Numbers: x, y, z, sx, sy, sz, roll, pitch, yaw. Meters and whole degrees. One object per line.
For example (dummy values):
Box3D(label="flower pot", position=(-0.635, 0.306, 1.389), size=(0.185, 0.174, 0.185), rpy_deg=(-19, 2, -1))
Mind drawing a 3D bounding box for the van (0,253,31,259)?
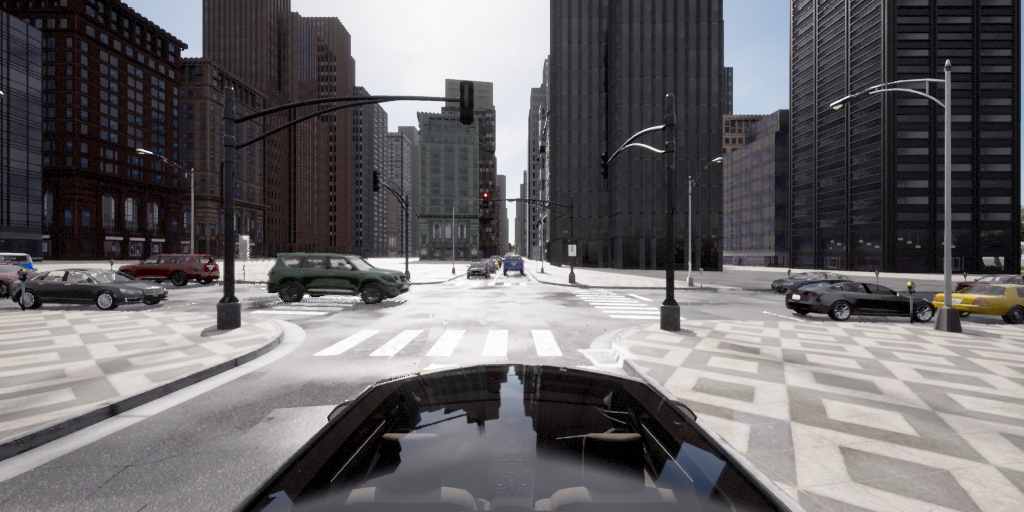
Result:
Box3D(label="van", position=(-31.118, 0.680, 21.191), size=(3.998, 1.789, 1.690), rpy_deg=(0, 0, 0))

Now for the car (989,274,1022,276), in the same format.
Box3D(label="car", position=(29.094, 1.766, 21.187), size=(4.507, 1.381, 1.888), rpy_deg=(0, 0, 0))

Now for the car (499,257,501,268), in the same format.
Box3D(label="car", position=(-3.017, 1.227, 52.486), size=(1.882, 1.535, 5.008), rpy_deg=(0, 0, 0))

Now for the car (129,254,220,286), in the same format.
Box3D(label="car", position=(-20.199, 0.799, 21.173), size=(5.009, 1.841, 2.192), rpy_deg=(0, 0, 0))

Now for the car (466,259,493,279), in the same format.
Box3D(label="car", position=(-3.055, 1.254, 33.235), size=(1.837, 1.490, 4.892), rpy_deg=(0, 0, 0))

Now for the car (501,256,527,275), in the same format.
Box3D(label="car", position=(0.180, 0.972, 39.363), size=(2.150, 2.045, 5.566), rpy_deg=(0, 0, 0))

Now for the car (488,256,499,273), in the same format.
Box3D(label="car", position=(-3.038, 1.102, 42.288), size=(2.097, 1.767, 4.553), rpy_deg=(0, 0, 0))

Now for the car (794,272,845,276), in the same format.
Box3D(label="car", position=(17.808, 1.591, 21.206), size=(4.403, 1.370, 2.007), rpy_deg=(0, 0, 0))

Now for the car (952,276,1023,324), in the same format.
Box3D(label="car", position=(17.955, 1.571, 12.680), size=(4.829, 1.417, 1.751), rpy_deg=(0, 0, 0))

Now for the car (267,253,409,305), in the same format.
Box3D(label="car", position=(-7.340, 0.907, 15.383), size=(5.566, 2.045, 2.150), rpy_deg=(1, 0, 0))

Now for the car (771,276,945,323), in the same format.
Box3D(label="car", position=(12.143, 1.524, 12.690), size=(4.313, 1.339, 1.948), rpy_deg=(0, 0, 0))

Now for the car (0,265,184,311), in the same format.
Box3D(label="car", position=(-14.765, 1.116, 12.638), size=(4.403, 1.370, 2.007), rpy_deg=(0, 0, 0))

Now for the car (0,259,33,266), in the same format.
Box3D(label="car", position=(-22.231, 0.987, 15.406), size=(4.674, 1.442, 1.812), rpy_deg=(1, 0, 0))
